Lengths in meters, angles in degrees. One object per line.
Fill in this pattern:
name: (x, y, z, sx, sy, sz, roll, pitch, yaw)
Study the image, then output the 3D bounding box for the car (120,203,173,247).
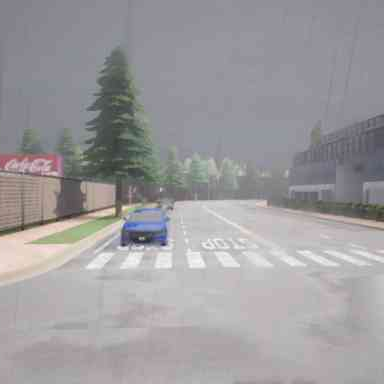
car: (-1.996, 1.495, 15.185, 1.882, 1.535, 5.008, 0, 0, -2)

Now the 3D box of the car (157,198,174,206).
car: (-3.172, 1.496, 40.052, 2.128, 1.511, 4.902, 0, 0, -3)
